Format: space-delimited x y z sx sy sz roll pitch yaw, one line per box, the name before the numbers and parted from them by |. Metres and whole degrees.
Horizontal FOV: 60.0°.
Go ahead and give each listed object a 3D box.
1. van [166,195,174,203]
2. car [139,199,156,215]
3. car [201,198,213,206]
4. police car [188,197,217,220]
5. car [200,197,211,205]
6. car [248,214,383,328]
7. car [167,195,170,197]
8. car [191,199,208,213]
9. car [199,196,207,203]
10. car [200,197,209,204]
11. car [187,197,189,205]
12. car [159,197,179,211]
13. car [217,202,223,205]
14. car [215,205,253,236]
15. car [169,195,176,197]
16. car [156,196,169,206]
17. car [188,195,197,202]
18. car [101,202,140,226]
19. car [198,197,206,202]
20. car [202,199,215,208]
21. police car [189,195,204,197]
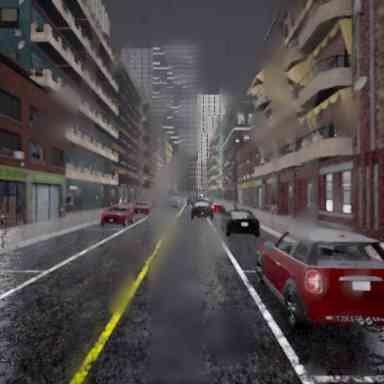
van | -5.265 1.635 80.963 1.690 1.788 3.998 1 0 0
car | -5.289 1.656 35.444 1.887 1.381 4.507 1 0 0
car | 2.602 1.742 58.211 1.887 1.381 4.507 1 0 0
police car | 0.840 1.515 29.174 1.930 1.638 5.238 0 0 0
car | 2.605 1.764 63.900 1.887 1.381 4.507 1 0 0
car | 2.578 1.460 7.004 1.967 1.590 4.097 1 0 0
car | -5.278 1.723 58.034 1.752 1.417 4.829 1 0 0
car | 0.845 1.630 39.065 1.837 1.490 4.892 0 0 0
car | 2.614 1.820 81.138 1.752 1.417 4.829 0 0 0
car | 2.608 1.769 69.760 1.752 1.417 4.829 0 0 0
car | 0.034 1.578 65.090 2.097 1.767 4.553 0 0 0
car | -2.815 1.706 43.810 1.994 1.385 4.181 0 0 0
car | 2.590 1.693 35.451 1.802 1.307 4.206 1 0 0
car | 2.582 1.620 18.383 1.947 1.339 4.313 1 0 0
car | -5.270 1.813 75.273 1.887 1.381 4.507 1 0 0
car | -5.281 1.726 52.514 2.008 1.369 4.403 1 0 0
car | 0.042 1.550 80.092 2.097 1.767 4.553 0 0 0
car | -5.295 1.618 24.065 1.887 1.381 4.507 1 0 0
car | 2.616 1.902 86.657 1.802 1.307 4.206 0 0 0
car | 2.599 1.757 52.521 1.802 1.307 4.206 1 0 0
police car | 0.848 1.572 45.175 1.930 1.638 5.238 0 0 0
